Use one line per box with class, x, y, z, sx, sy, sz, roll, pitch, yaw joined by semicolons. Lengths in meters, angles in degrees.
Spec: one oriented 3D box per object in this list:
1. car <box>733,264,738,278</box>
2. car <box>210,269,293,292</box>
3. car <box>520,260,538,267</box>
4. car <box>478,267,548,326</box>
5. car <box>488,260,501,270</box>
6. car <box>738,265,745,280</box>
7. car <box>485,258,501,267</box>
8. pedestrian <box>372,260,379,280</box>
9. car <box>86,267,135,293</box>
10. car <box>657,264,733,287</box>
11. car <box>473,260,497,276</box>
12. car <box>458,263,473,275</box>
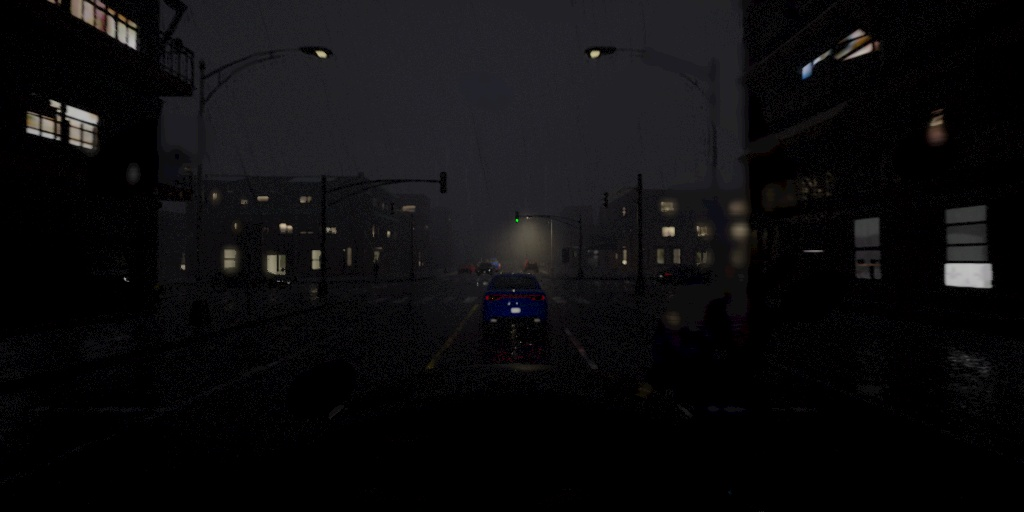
car;14.369;1.315;27.432;4.181;1.385;1.994;-1;-1;0
car;-17.505;1.598;24.218;4.892;1.490;1.837;-1;-1;0
car;2.699;1.430;51.212;2.192;1.841;5.009;0;0;0
car;0.028;1.300;11.994;1.882;1.535;5.008;0;0;-2
car;-2.990;1.558;62.405;2.097;1.767;4.553;0;0;0
car;17.501;1.306;30.017;4.313;1.339;1.948;0;0;0
car;-3.078;1.345;52.250;2.150;2.045;5.566;0;0;1
pedestrian;-12.506;1.259;32.959;0.375;1.860;0.375;0;0;0
car;-26.956;1.558;24.216;4.553;1.767;2.097;-1;-1;0
car;12.046;1.310;24.187;4.181;1.385;1.994;-1;-1;-1
car;-3.083;1.549;42.296;1.837;1.490;4.892;0;0;0
car;-5.770;1.616;45.692;1.888;1.381;4.507;0;0;0
